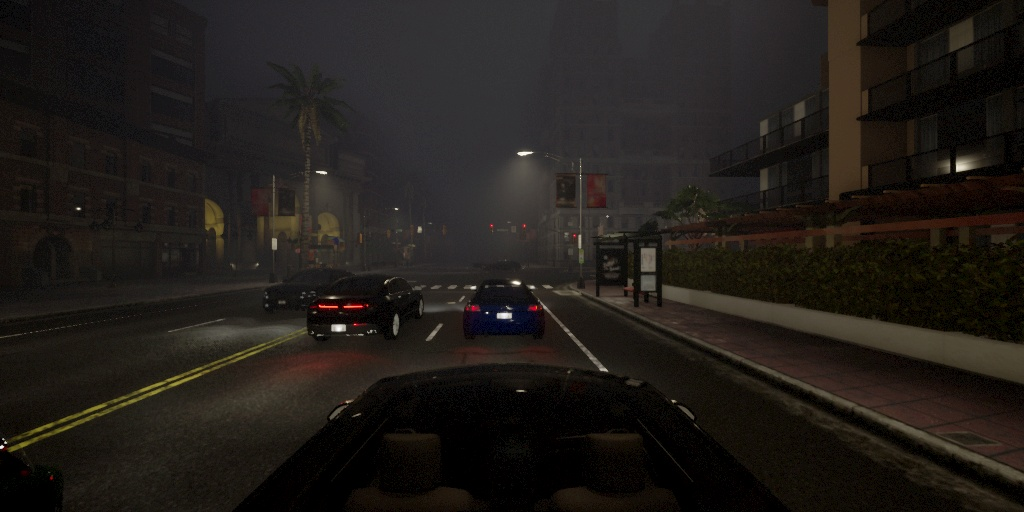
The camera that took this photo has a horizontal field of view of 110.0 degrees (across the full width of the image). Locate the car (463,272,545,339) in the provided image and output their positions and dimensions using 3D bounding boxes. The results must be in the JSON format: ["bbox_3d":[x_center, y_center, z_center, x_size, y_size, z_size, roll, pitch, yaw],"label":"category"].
[{"bbox_3d":[-0.243,1.314,10.069,1.994,1.385,4.181,0,0,-2],"label":"car"}]

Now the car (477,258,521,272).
[{"bbox_3d":[-1.316,1.244,44.382,4.902,1.511,2.128,0,0,-23],"label":"car"}]

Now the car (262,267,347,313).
[{"bbox_3d":[-7.572,1.228,14.139,1.882,1.535,5.008,0,0,-2],"label":"car"}]

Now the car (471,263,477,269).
[{"bbox_3d":[-4.404,1.354,55.537,1.895,1.301,4.718,0,0,-36],"label":"car"}]

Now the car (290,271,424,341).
[{"bbox_3d":[-3.732,1.255,9.910,1.837,1.490,4.892,0,0,-3],"label":"car"}]
